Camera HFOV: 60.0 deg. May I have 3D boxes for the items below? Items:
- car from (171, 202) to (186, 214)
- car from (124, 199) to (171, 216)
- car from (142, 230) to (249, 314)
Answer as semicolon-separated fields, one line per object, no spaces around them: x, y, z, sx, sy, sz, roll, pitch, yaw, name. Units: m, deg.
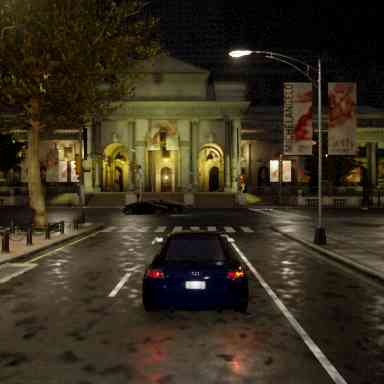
-3.146;1.491;35.152;4.902;1.511;2.128;0;0;0;car
-4.370;1.564;31.659;4.181;1.385;1.994;0;0;0;car
0.076;1.564;7.717;1.994;1.385;4.181;0;0;0;car
